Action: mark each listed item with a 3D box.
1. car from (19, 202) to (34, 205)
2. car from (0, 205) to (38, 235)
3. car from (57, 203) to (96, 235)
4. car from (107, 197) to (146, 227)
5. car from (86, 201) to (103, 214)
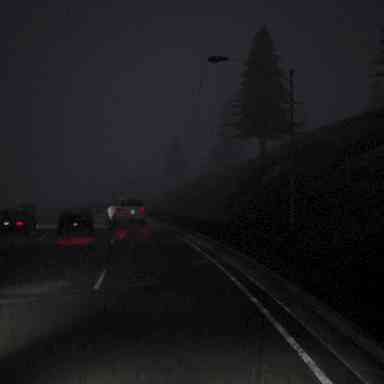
[{"bbox_3d":[-17.085,1.787,34.347,1.837,1.490,4.892,0,0,-27],"label":"car"},{"bbox_3d":[-10.366,1.708,19.563,2.033,1.411,5.357,0,-1,-19],"label":"car"},{"bbox_3d":[-6.996,1.642,20.156,1.882,1.535,5.008,0,-1,-17],"label":"car"},{"bbox_3d":[-5.060,1.425,25.195,2.150,2.045,5.566,0,0,-22],"label":"car"},{"bbox_3d":[-11.957,1.846,39.715,1.812,1.442,4.674,0,0,-26],"label":"car"}]
